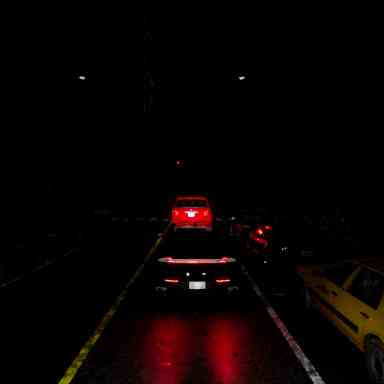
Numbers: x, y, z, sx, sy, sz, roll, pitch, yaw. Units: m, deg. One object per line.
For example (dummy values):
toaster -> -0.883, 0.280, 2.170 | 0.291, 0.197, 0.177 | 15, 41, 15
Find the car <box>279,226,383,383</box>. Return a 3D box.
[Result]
car -> 2.861, 1.524, 4.908 | 1.752, 1.417, 4.829 | -1, 0, 0

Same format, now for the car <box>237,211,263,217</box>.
car -> 2.850, 1.576, 15.910 | 1.802, 1.307, 4.206 | -1, 0, 0

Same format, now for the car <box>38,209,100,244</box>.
car -> -5.696, 1.539, 15.898 | 1.887, 1.381, 4.507 | -1, 0, 0

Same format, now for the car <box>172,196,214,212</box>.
car -> 0.047, 1.214, 18.843 | 2.150, 2.045, 5.566 | 0, 0, 2

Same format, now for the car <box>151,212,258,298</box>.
car -> 0.090, 1.489, 8.495 | 2.128, 1.511, 4.902 | 0, 0, 0

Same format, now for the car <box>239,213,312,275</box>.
car -> 2.855, 1.562, 10.325 | 1.947, 1.339, 4.313 | -1, 0, 0
